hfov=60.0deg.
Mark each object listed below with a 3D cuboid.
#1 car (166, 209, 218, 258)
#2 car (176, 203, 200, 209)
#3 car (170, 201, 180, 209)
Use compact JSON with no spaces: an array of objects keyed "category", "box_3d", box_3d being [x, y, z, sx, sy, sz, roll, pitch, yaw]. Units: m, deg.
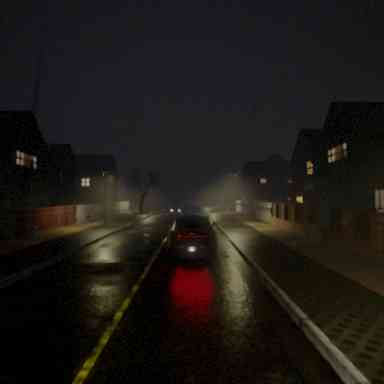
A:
[{"category":"car","box_3d":[0.013,1.668,13.533,1.837,1.490,4.892,0,0,0]},{"category":"car","box_3d":[0.003,1.886,27.616,2.033,1.411,5.357,0,-1,0]},{"category":"car","box_3d":[-2.820,2.317,58.601,2.033,1.411,5.357,0,-1,1]}]
